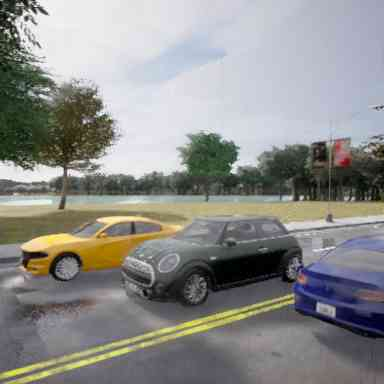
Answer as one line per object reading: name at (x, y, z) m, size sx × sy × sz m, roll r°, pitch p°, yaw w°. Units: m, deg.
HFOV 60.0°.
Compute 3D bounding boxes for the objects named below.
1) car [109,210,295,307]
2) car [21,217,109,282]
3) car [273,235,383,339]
car at (0.623, 1.372, 8.123) m, size 4.553 × 1.767 × 2.097 m, roll 0°, pitch 0°, yaw -36°
car at (-2.344, 1.492, 9.998) m, size 5.008 × 1.535 × 1.882 m, roll 0°, pitch 0°, yaw -36°
car at (3.818, 1.552, 6.170) m, size 4.674 × 1.442 × 1.812 m, roll 0°, pitch 0°, yaw -36°
